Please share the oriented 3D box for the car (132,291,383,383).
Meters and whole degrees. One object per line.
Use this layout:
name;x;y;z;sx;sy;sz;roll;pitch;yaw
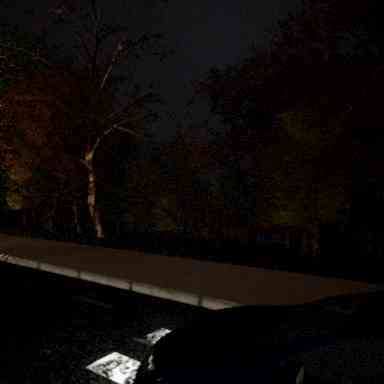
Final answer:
car;1.484;1.565;2.627;4.181;1.385;1.994;-1;0;35
